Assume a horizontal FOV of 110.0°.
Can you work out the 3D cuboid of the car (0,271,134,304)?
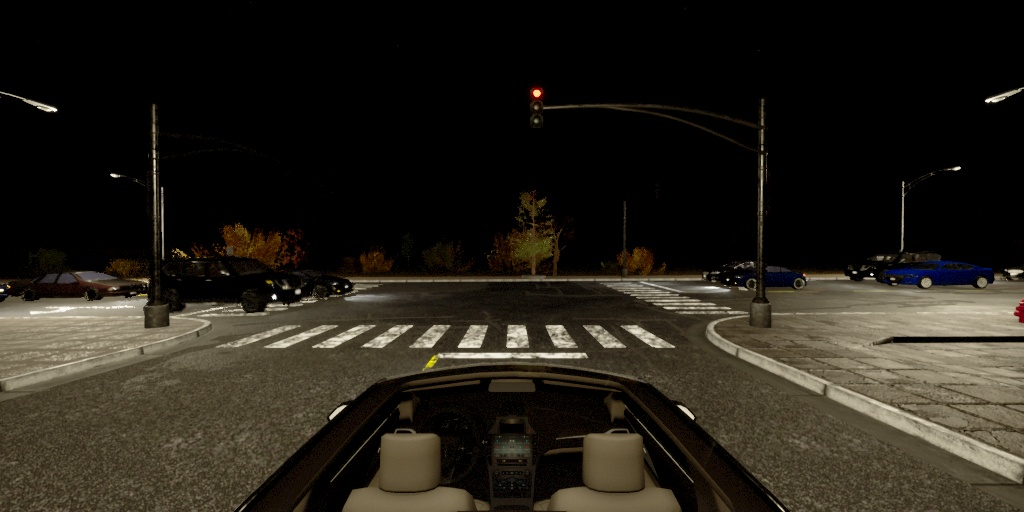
[{"bbox_3d":[-21.265,1.444,17.612,5.357,1.411,2.033,0,1,0],"label":"car"}]

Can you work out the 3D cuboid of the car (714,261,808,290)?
[{"bbox_3d":[14.497,1.186,20.775,4.181,1.385,1.994,0,1,0],"label":"car"}]

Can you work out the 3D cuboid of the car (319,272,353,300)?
[{"bbox_3d":[-10.089,1.362,17.533,4.181,1.385,1.994,-1,0,1],"label":"car"}]

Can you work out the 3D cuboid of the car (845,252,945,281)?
[{"bbox_3d":[25.665,0.736,23.929,5.566,2.045,2.150,0,1,1],"label":"car"}]

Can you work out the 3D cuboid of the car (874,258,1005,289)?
[{"bbox_3d":[24.483,1.039,20.693,5.008,1.535,1.882,0,1,0],"label":"car"}]

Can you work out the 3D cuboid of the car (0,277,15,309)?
[{"bbox_3d":[-23.592,1.555,14.384,4.718,1.301,1.895,0,1,0],"label":"car"}]

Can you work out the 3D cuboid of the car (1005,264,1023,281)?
[{"bbox_3d":[35.890,0.945,23.838,4.902,1.511,2.128,0,1,1],"label":"car"}]

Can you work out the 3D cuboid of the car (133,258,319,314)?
[{"bbox_3d":[-10.979,1.082,14.030,5.566,2.045,2.150,-1,1,5],"label":"car"}]

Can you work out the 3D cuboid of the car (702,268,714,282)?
[{"bbox_3d":[15.379,1.067,24.017,4.902,1.511,2.128,0,1,0],"label":"car"}]
